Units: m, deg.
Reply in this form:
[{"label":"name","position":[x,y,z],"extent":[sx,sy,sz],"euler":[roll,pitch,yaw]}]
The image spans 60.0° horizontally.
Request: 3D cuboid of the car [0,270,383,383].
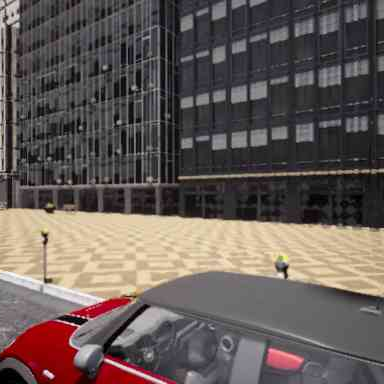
[{"label":"car","position":[0.083,1.439,2.820],"extent":[4.097,1.590,1.967],"euler":[0,0,35]}]
